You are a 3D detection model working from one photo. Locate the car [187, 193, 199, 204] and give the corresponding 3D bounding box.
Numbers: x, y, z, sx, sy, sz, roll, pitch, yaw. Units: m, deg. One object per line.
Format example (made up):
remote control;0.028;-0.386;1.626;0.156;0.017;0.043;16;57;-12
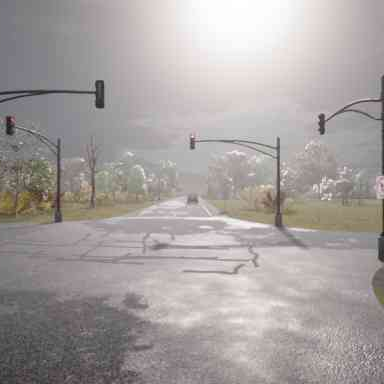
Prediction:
car;0.150;1.293;67.563;2.150;2.045;5.566;0;0;0
